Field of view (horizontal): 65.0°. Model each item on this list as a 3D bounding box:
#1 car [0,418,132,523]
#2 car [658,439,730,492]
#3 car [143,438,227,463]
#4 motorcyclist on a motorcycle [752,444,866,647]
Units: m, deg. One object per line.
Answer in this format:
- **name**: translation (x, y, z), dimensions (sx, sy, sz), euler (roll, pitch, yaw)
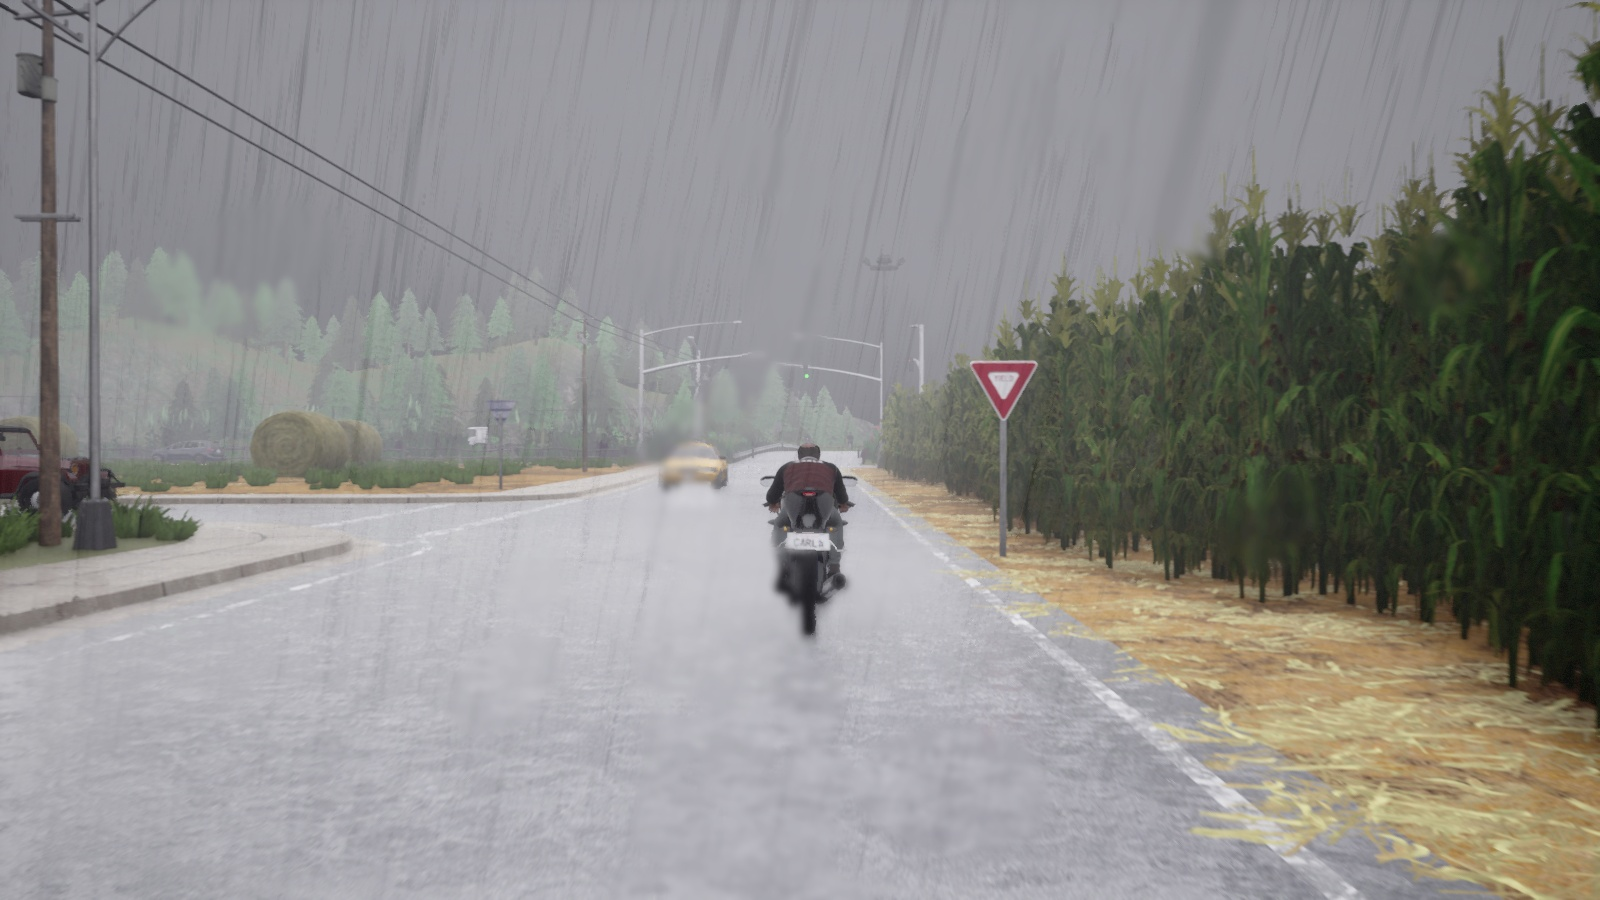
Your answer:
- **car**: translation (-14.989, 0.362, 23.587), dimensions (3.866, 1.878, 1.905), euler (0, 0, -1)
- **car**: translation (-3.260, 0.445, 39.624), dimensions (1.801, 1.575, 5.366), euler (0, 0, 0)
- **car**: translation (-41.502, 0.012, 84.834), dimensions (4.611, 1.667, 2.242), euler (0, 0, 3)
- **motorcyclist on a motorcycle**: translation (0.075, 0.718, 10.604), dimensions (0.866, 1.530, 2.191), euler (0, 0, 0)
